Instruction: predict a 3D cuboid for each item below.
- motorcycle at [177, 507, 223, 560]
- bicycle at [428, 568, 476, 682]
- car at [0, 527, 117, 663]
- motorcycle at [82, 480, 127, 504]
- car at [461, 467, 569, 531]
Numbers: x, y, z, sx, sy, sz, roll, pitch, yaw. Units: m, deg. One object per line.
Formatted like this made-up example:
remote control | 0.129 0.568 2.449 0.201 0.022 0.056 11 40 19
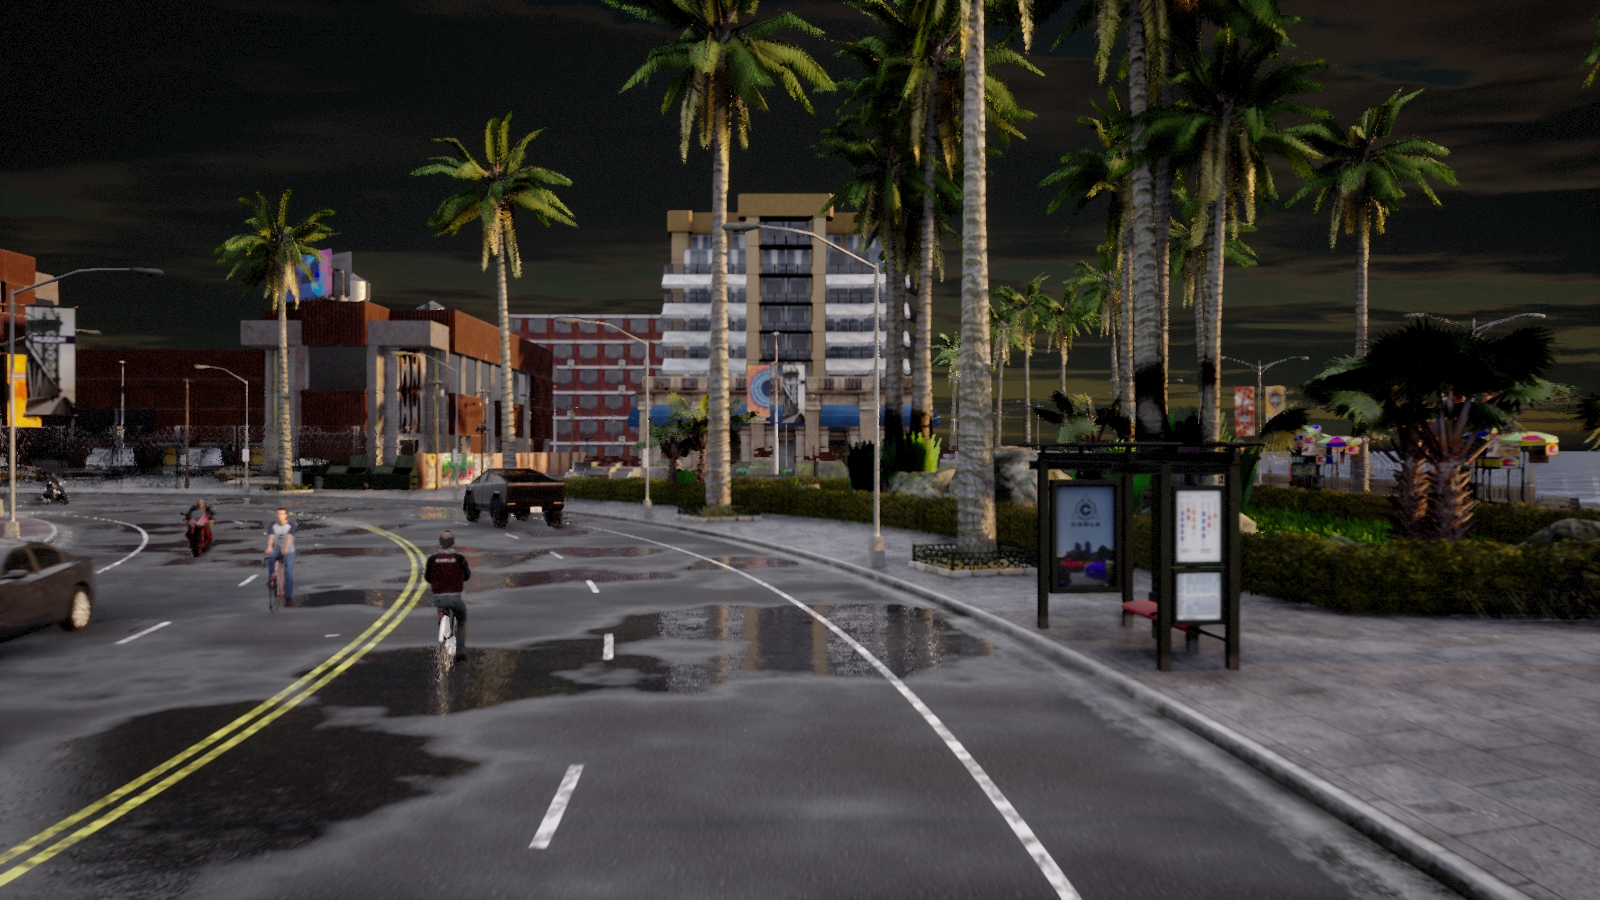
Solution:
motorcycle | -16.006 2.205 30.531 0.867 1.251 2.209 0 0 -22
bicycle | -4.474 2.210 14.754 0.329 1.171 1.835 -1 0 -9
car | -11.794 2.034 16.156 2.097 1.535 5.006 0 0 -11
motorcycle | -36.395 2.182 59.787 1.805 1.236 0.856 0 0 -1
car | -10.836 1.753 43.041 2.390 2.098 6.274 0 0 -29
